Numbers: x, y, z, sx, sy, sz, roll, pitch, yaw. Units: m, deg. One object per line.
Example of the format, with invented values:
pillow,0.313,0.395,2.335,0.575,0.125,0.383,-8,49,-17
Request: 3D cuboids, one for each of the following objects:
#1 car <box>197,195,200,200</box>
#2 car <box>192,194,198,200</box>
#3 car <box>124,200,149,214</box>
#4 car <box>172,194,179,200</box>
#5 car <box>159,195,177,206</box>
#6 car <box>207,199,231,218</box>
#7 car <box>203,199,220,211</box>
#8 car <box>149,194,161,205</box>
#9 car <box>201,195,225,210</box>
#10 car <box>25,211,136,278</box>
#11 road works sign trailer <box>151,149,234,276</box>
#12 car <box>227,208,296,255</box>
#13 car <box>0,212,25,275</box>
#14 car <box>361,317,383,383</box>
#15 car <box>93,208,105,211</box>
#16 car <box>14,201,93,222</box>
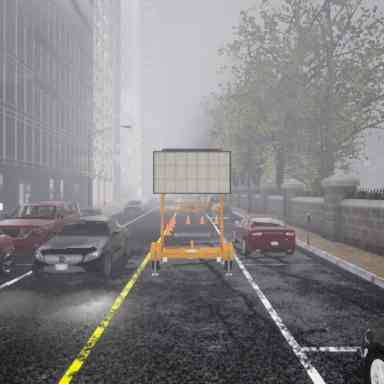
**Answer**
car,2.215,1.465,46.408,2.008,1.369,4.403,0,0,-2
car,1.195,1.330,85.313,2.008,1.369,4.403,0,0,-1
car,-6.023,1.515,35.323,1.947,1.339,4.313,0,0,-1
car,-4.611,1.240,89.468,1.882,1.535,5.008,0,0,-2
car,-3.749,1.492,52.966,1.895,1.301,4.718,0,0,-1
car,2.625,1.548,29.727,1.802,1.307,4.206,0,0,-1
car,2.361,1.515,40.851,1.802,1.307,4.206,0,0,-2
car,-6.606,1.457,57.563,1.802,1.307,4.206,0,0,-2
car,2.508,1.266,35.292,2.192,1.841,5.009,0,0,-2
car,-3.100,1.523,10.229,1.812,1.442,4.674,0,0,0
road works sign trailer,0.002,0.461,10.350,2.380,3.560,2.880,0,0,0
car,2.695,1.540,13.069,1.887,1.381,4.507,0,0,0
car,-5.832,1.439,7.457,1.967,1.590,4.097,0,0,0
car,2.693,1.551,1.947,2.008,1.369,4.403,0,0,0
car,-5.829,1.553,18.577,1.947,1.339,4.313,0,0,0
car,-5.830,1.310,13.015,2.192,1.841,5.009,0,0,0
